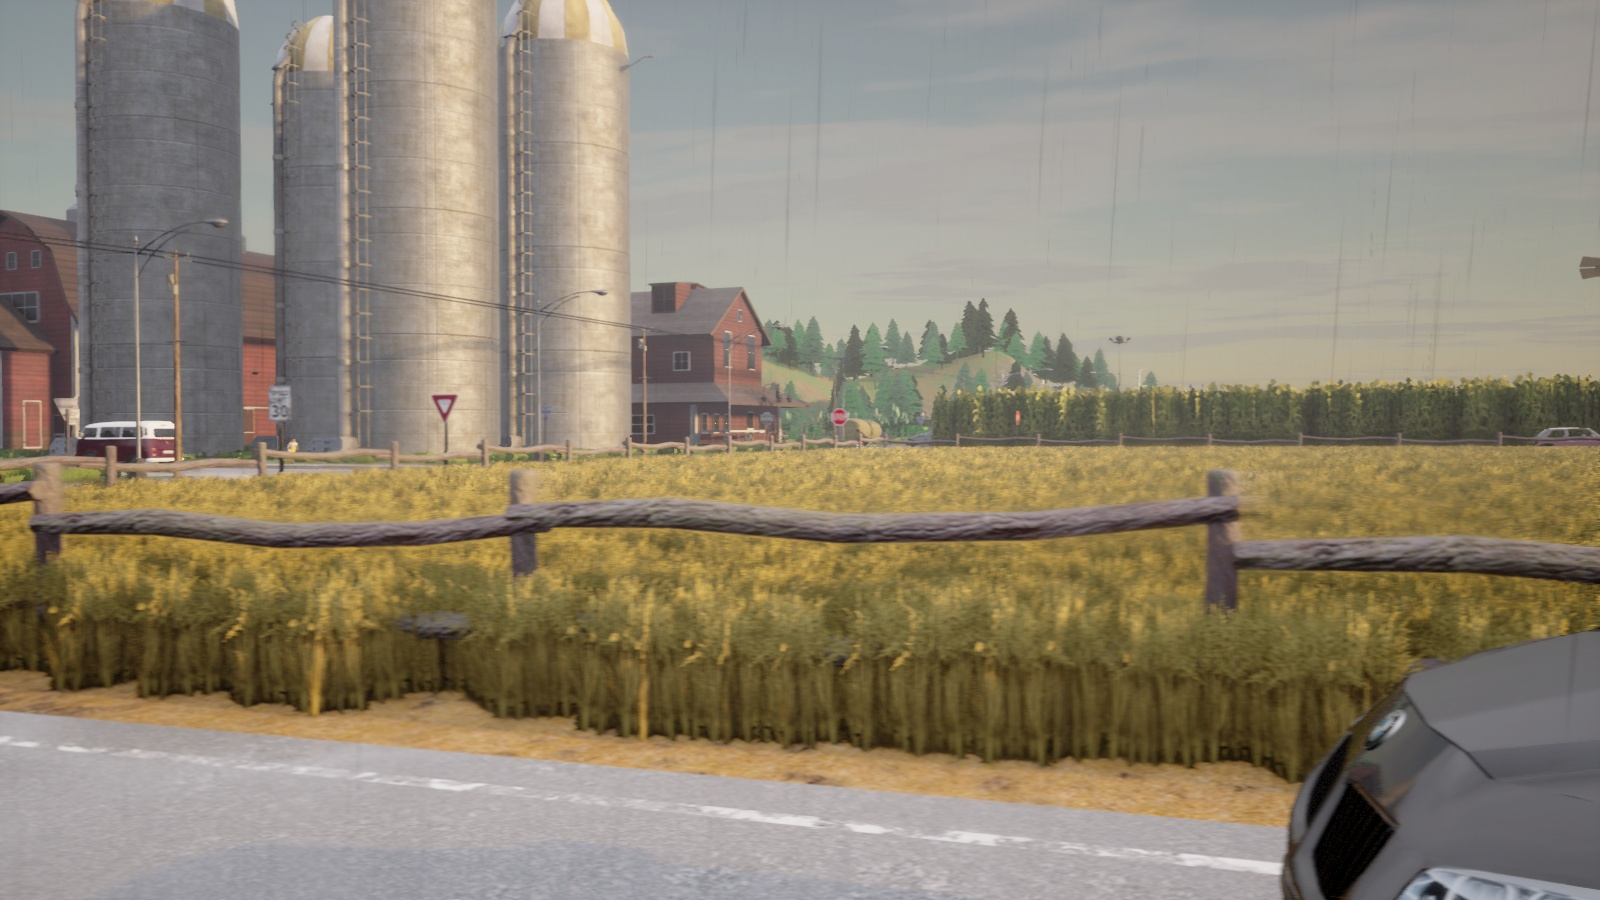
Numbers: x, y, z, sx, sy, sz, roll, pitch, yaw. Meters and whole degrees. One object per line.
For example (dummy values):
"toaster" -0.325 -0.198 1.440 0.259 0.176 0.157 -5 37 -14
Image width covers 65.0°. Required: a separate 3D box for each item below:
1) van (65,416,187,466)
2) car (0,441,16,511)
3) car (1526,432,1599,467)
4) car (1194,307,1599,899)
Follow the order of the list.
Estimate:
"van" -28.199 -0.398 52.555 4.480 2.038 2.069 1 1 21
"car" -16.655 0.511 22.045 1.895 1.301 4.718 1 1 20
"car" 34.328 -0.040 55.319 3.806 1.475 1.970 0 1 22
"car" 3.111 0.649 2.119 4.611 1.667 2.242 1 1 19
